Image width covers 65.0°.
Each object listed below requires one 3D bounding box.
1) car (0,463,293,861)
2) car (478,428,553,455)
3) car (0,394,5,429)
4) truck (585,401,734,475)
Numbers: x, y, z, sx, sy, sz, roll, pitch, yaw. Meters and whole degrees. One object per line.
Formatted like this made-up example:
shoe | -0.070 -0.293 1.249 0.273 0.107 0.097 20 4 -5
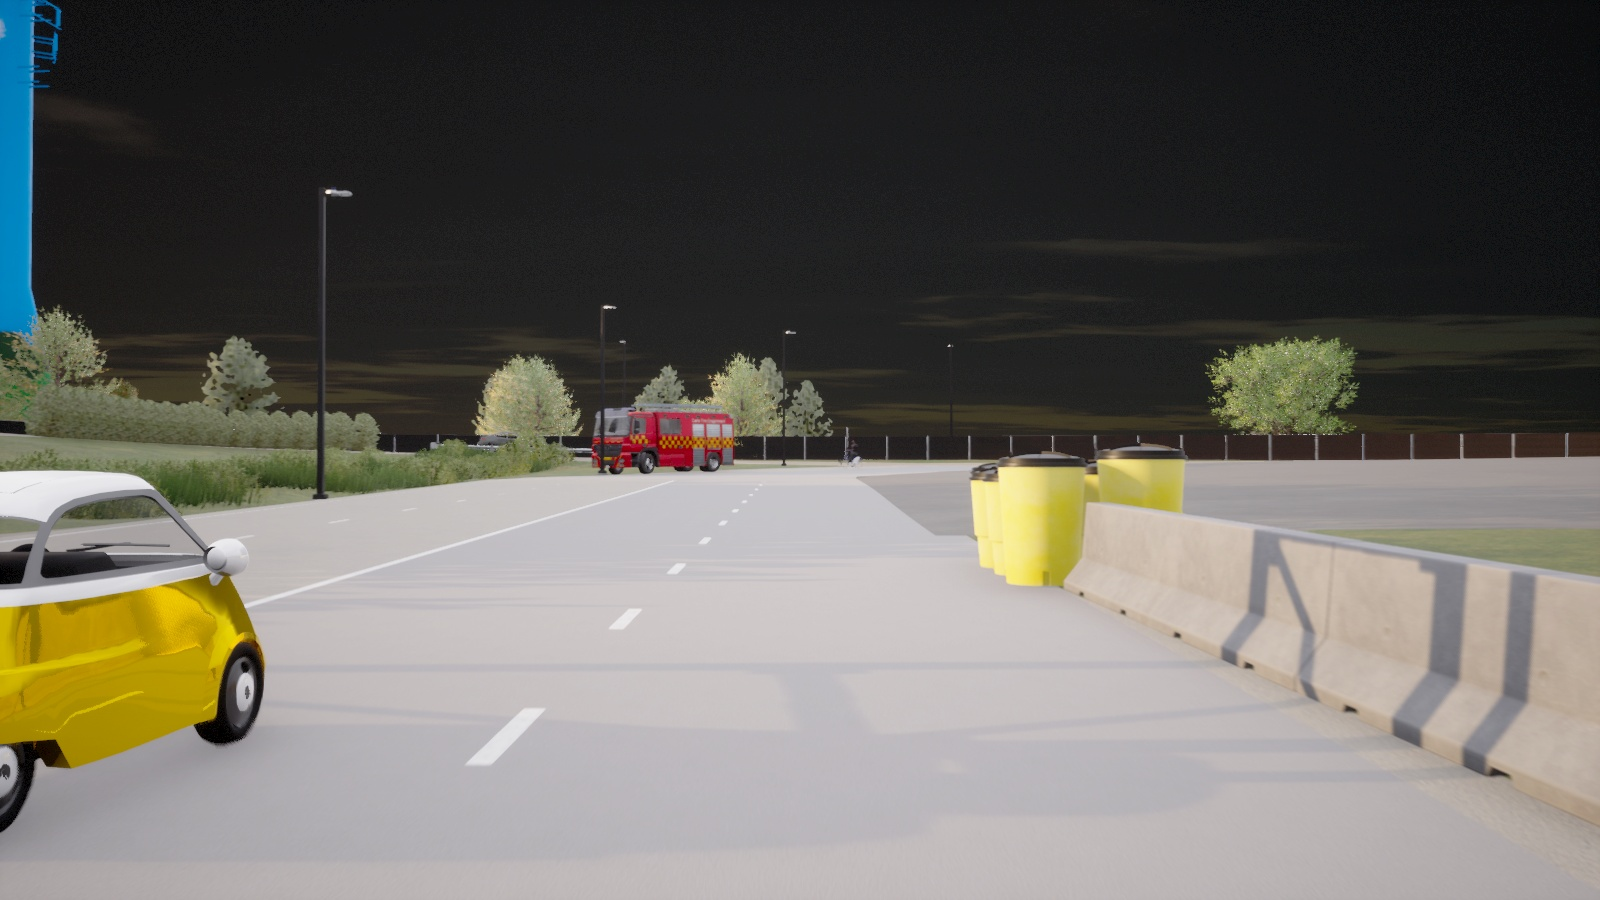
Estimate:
car | -3.453 0.768 5.589 1.481 1.376 2.207 0 1 0
car | -19.947 -0.587 88.003 5.027 1.651 2.152 2 -1 -13
car | -39.352 -1.899 57.756 2.152 1.651 5.027 0 -2 3
truck | -7.584 -0.606 69.040 2.891 3.827 8.468 -1 0 40
